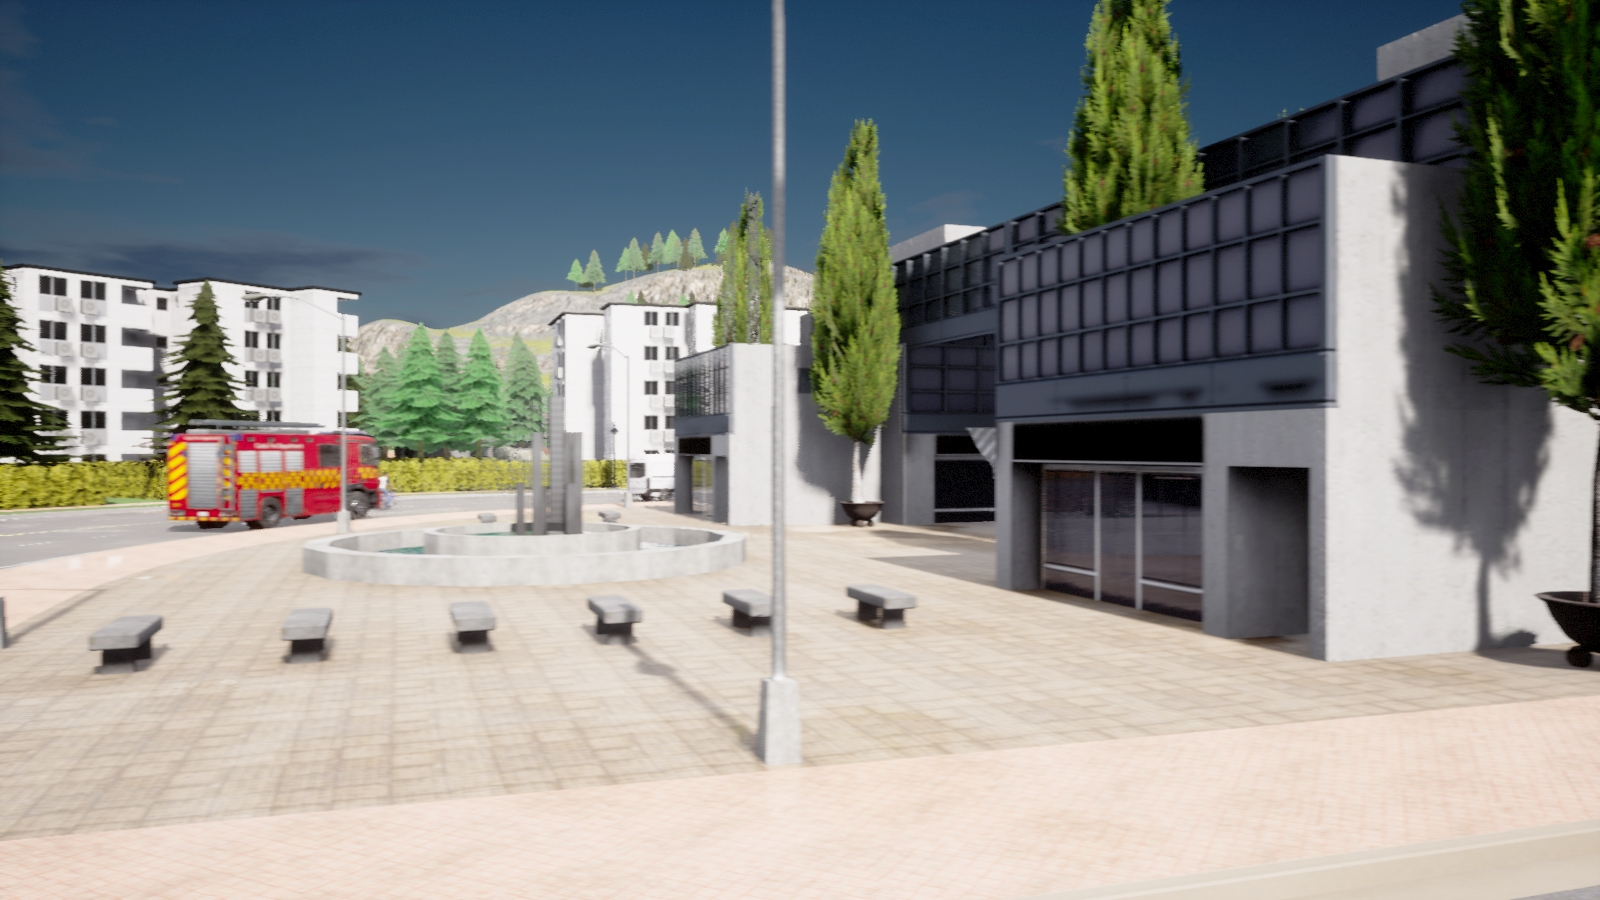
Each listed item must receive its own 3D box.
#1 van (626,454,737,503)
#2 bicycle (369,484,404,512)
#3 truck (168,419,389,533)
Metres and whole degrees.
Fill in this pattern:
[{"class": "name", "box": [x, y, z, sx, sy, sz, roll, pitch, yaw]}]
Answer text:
[{"class": "van", "box": [-6.376, 1.509, 62.234, 5.915, 2.561, 1.988, 0, 0, -40]}, {"class": "bicycle", "box": [-18.934, 2.188, 52.329, 0.373, 1.196, 1.643, 2, 1, 29]}, {"class": "truck", "box": [-19.144, 0.877, 42.707, 2.891, 3.827, 8.468, 0, 0, 14]}]
